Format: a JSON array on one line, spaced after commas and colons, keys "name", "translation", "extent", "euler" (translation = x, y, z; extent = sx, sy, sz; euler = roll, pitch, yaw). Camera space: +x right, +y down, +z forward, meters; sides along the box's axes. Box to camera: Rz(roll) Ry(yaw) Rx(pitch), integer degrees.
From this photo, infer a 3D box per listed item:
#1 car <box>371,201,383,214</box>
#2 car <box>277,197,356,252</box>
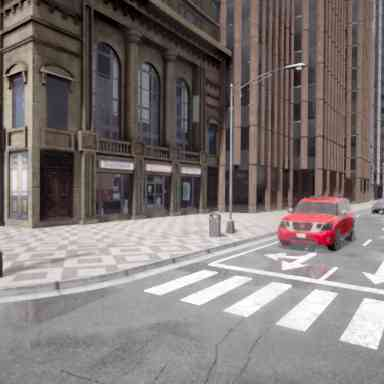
[{"name": "car", "translation": [20.475, 1.644, 35.500], "extent": [2.033, 1.411, 5.357], "euler": [1, 0, 35]}, {"name": "car", "translation": [5.665, 1.269, 14.646], "extent": [2.150, 2.045, 5.566], "euler": [1, 1, 35]}]
